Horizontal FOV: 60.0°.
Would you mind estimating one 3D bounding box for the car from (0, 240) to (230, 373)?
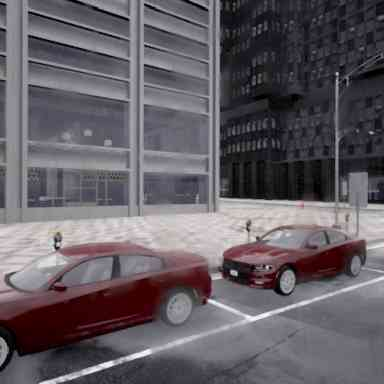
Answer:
[{"bbox_3d":[-1.739,1.544,5.426,4.507,1.381,1.887,0,0,-36],"label":"car"}]

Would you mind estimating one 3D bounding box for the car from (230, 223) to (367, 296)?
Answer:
[{"bbox_3d":[2.754,1.540,8.642,4.507,1.381,1.887,0,0,-36],"label":"car"}]
